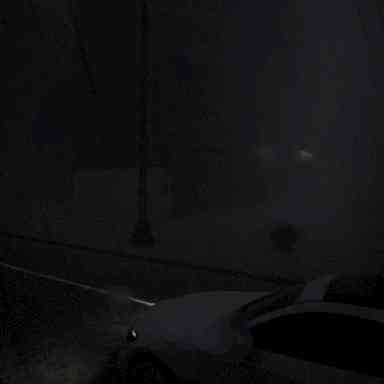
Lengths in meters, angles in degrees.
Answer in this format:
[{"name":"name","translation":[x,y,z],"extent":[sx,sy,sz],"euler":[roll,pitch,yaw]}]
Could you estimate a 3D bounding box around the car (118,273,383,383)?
[{"name":"car","translation":[1.387,1.526,3.003],"extent":[4.674,1.442,1.812],"euler":[0,0,36]}]
